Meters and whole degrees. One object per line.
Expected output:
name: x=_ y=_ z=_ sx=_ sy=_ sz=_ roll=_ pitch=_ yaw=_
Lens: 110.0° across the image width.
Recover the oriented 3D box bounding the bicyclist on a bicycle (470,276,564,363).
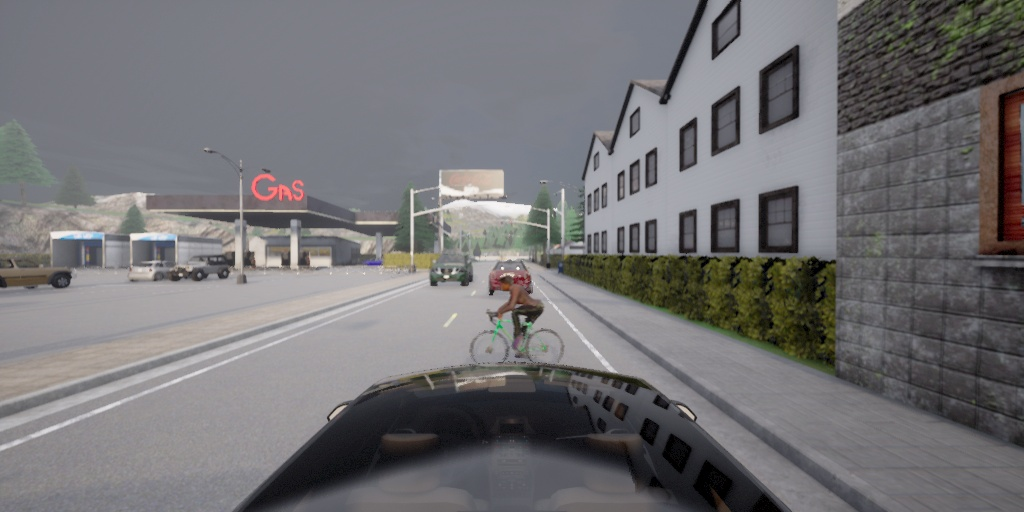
bicyclist on a bicycle: x=0.079 y=1.164 z=6.270 sx=1.656 sy=1.620 sz=0.582 roll=-1 pitch=0 yaw=-1

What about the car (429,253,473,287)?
car: x=-3.764 y=0.816 z=23.174 sx=2.150 sy=2.045 sz=5.566 roll=0 pitch=0 yaw=0

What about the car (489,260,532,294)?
car: x=-0.105 y=0.973 z=19.079 sx=2.097 sy=1.767 sz=4.553 roll=0 pitch=0 yaw=-1
